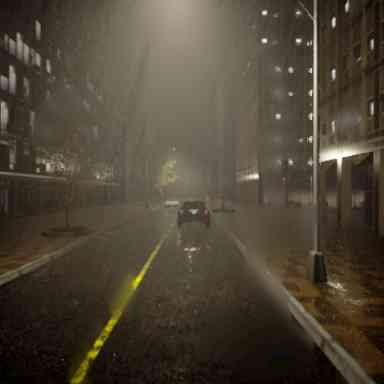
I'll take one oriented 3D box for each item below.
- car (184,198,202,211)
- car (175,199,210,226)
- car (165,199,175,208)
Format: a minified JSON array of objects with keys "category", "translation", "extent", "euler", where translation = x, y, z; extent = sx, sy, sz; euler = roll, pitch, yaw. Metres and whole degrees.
[{"category":"car","translation":[0.132,1.528,41.838],"extent":[2.033,1.411,5.357],"euler":[0,0,0]},{"category":"car","translation":[0.118,1.324,23.175],"extent":[2.097,1.767,4.553],"euler":[0,0,0]},{"category":"car","translation":[-2.728,1.587,47.048],"extent":[1.895,1.301,4.718],"euler":[0,0,0]}]
